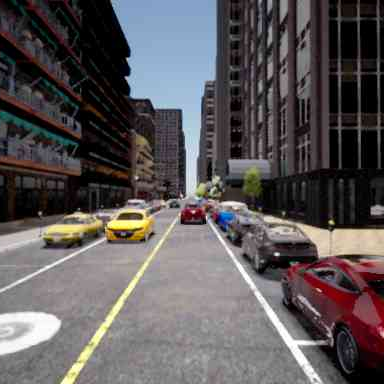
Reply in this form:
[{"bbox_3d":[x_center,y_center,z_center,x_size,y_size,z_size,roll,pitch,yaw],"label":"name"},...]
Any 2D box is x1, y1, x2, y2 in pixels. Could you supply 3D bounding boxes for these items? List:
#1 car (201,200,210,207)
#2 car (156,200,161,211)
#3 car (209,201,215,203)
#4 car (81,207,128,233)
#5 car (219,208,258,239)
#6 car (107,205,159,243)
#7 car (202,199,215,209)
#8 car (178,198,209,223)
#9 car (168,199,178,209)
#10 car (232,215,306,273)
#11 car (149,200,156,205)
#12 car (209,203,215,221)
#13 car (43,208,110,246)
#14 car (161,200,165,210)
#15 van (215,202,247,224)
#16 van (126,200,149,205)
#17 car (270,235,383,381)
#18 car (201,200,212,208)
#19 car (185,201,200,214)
[{"bbox_3d":[2.697,2.302,67.722,1.752,1.417,4.829,0,-1,0],"label":"car"},{"bbox_3d":[-5.685,2.066,44.903,1.947,1.339,4.313,0,-1,0],"label":"car"},{"bbox_3d":[2.695,1.922,33.575,2.008,1.369,4.403,0,-1,0],"label":"car"},{"bbox_3d":[-5.687,1.794,22.248,2.008,1.369,4.403,0,-1,0],"label":"car"},{"bbox_3d":[2.693,1.730,16.584,2.008,1.369,4.403,0,-1,0],"label":"car"},{"bbox_3d":[-3.098,1.667,17.500,1.882,1.535,5.008,0,-1,0],"label":"car"},{"bbox_3d":[2.696,2.071,56.230,1.967,1.590,4.097,0,-1,0],"label":"car"},{"bbox_3d":[0.102,1.668,28.776,2.097,1.767,4.553,0,-1,0],"label":"car"},{"bbox_3d":[-3.046,2.166,58.729,1.837,1.490,4.892,0,-1,1],"label":"car"},{"bbox_3d":[2.693,1.667,10.921,2.008,1.369,4.403,0,-1,0],"label":"car"},{"bbox_3d":[-5.685,1.959,39.070,1.752,1.417,4.829,0,-1,0],"label":"car"},{"bbox_3d":[2.694,1.852,27.911,1.887,1.381,4.507,0,-1,0],"label":"car"},{"bbox_3d":[-5.687,1.703,16.415,1.752,1.417,4.829,0,-1,0],"label":"car"},{"bbox_3d":[-5.684,2.005,50.566,1.967,1.590,4.097,0,-1,0],"label":"car"},{"bbox_3d":[2.694,1.584,22.250,1.690,1.788,3.998,0,-1,0],"label":"van"},{"bbox_3d":[-5.686,1.713,33.578,1.690,1.788,3.998,0,-1,0],"label":"van"},{"bbox_3d":[2.692,1.637,5.258,1.802,1.307,4.206,0,-1,0],"label":"car"},{"bbox_3d":[2.696,2.247,61.890,1.887,1.381,4.507,0,-1,0],"label":"car"},{"bbox_3d":[0.085,1.964,43.767,1.882,1.535,5.008,0,0,1],"label":"car"}]
